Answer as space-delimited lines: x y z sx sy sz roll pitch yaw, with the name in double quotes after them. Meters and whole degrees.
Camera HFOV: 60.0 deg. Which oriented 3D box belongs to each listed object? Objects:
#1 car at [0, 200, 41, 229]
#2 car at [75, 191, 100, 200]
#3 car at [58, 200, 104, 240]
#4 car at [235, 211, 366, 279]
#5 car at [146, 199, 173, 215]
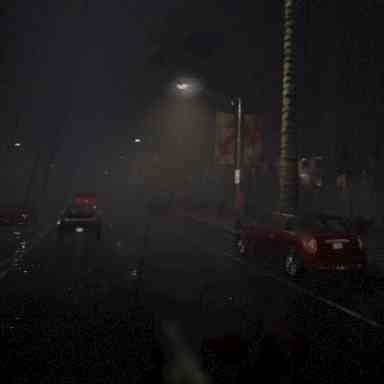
-10.245 1.238 19.624 1.882 1.535 5.008 1 0 -16 "car"
-10.510 0.945 33.338 2.150 2.045 5.566 1 0 -17 "car"
-5.376 1.352 16.188 2.128 1.511 4.902 1 0 -17 "car"
3.119 1.388 10.584 2.185 1.767 4.553 1 0 -17 "car"
-3.118 1.381 31.611 2.161 1.482 4.786 1 0 -17 "car"
